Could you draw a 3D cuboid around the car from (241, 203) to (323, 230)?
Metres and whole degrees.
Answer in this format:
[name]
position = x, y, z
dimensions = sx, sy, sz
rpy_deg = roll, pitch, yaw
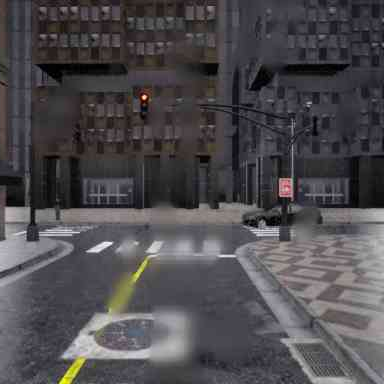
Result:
[car]
position = 5.546, 1.467, 20.717
dimensions = 5.008, 1.535, 1.882
rpy_deg = 0, 0, -8

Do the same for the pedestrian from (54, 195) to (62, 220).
[pedestrian]
position = -9.842, 1.153, 24.394
dimensions = 0.375, 1.860, 0.375
rpy_deg = 0, 0, 1
